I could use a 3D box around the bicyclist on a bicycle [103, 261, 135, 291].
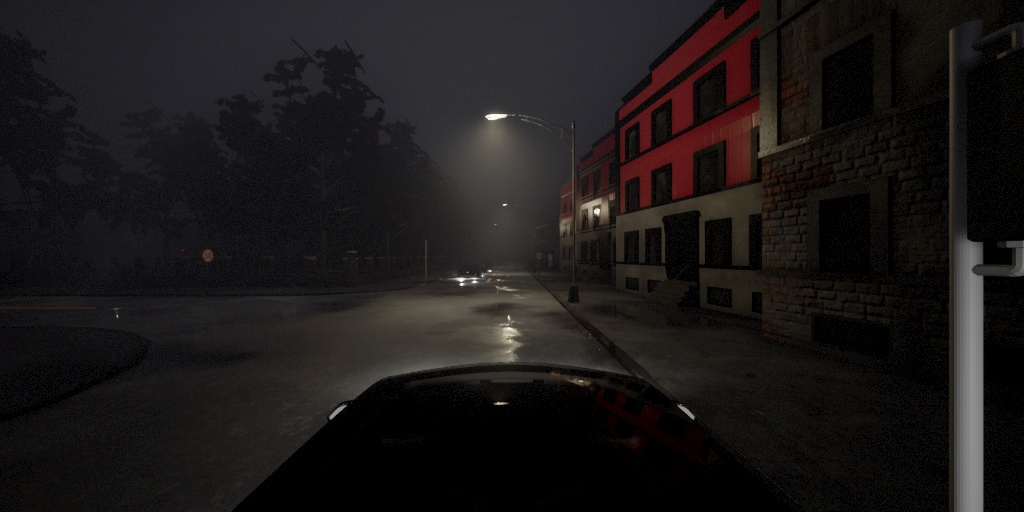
[{"bbox_3d":[-21.814,1.099,19.934,0.582,1.620,1.656,0,0,0],"label":"bicyclist on a bicycle"}]

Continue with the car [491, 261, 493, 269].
[{"bbox_3d":[-3.969,1.228,54.359,1.882,1.535,5.008,0,0,0],"label":"car"}]

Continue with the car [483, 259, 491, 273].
[{"bbox_3d":[-4.016,1.297,43.948,2.033,1.411,5.357,0,0,0],"label":"car"}]

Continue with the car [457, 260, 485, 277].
[{"bbox_3d":[-4.035,1.314,34.656,1.994,1.385,4.181,0,0,0],"label":"car"}]
